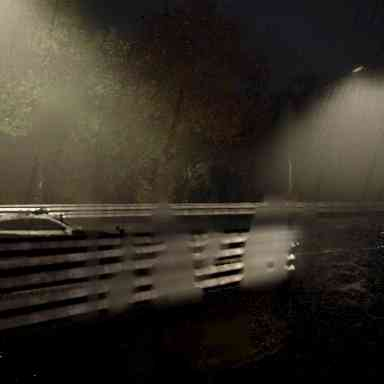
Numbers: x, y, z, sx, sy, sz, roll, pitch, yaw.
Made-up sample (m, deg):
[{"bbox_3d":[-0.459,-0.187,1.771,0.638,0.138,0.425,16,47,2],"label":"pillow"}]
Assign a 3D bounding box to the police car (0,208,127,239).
[{"bbox_3d":[-4.687,1.351,10.473,5.238,1.638,1.930,0,0,-22],"label":"police car"}]
